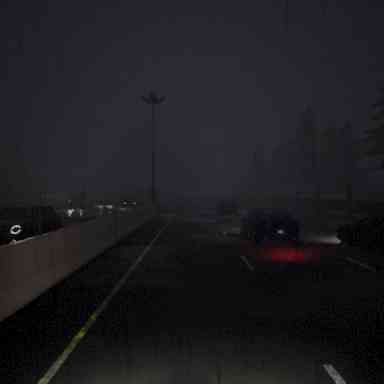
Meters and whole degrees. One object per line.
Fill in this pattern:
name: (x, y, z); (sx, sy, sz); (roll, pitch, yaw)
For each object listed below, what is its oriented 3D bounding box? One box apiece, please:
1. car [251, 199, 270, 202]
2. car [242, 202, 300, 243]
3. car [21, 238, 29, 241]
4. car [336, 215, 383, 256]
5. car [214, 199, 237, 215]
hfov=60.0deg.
car: (6.878, 1.444, 33.952); (1.882, 1.535, 5.008); (0, 0, -2)
car: (3.598, 1.462, 15.952); (1.882, 1.535, 5.008); (0, 0, 0)
car: (-7.107, 1.339, 13.796); (2.097, 1.767, 4.553); (0, 0, 0)
car: (7.100, 1.536, 11.851); (2.033, 1.411, 5.357); (0, 0, 0)
car: (3.380, 1.444, 33.943); (1.882, 1.535, 5.008); (0, 0, -2)
